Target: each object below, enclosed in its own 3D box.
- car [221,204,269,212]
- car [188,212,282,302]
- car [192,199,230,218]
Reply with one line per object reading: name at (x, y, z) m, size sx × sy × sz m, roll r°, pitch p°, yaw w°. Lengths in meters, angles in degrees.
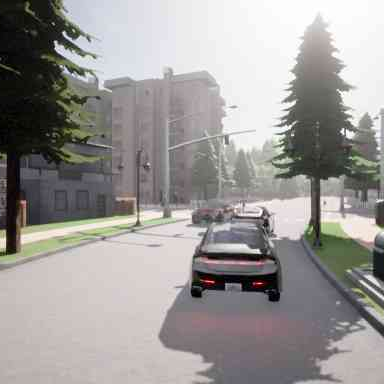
car at (3.242, 1.491, 17.473) m, size 2.128 × 1.511 × 4.902 m, roll 0°, pitch 0°, yaw 18°
car at (1.111, 1.491, 8.367) m, size 2.128 × 1.511 × 4.902 m, roll 0°, pitch 0°, yaw 9°
car at (1.634, 1.415, 24.168) m, size 2.097 × 1.767 × 4.553 m, roll 0°, pitch 0°, yaw 23°
